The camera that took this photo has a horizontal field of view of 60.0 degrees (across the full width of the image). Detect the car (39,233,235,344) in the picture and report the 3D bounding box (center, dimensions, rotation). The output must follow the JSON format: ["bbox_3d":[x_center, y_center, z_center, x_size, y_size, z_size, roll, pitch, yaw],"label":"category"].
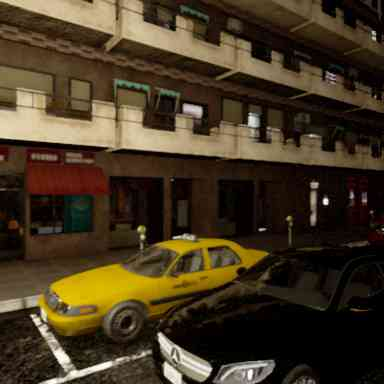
[{"bbox_3d":[-0.252,1.523,6.377,4.829,1.417,1.752,0,0,-36],"label":"car"}]

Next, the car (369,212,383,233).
[{"bbox_3d":[8.905,1.305,12.910,5.009,1.841,2.192,0,0,-36],"label":"car"}]

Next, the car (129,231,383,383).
[{"bbox_3d":[1.712,1.523,4.578,4.674,1.442,1.812,0,0,-35],"label":"car"}]
